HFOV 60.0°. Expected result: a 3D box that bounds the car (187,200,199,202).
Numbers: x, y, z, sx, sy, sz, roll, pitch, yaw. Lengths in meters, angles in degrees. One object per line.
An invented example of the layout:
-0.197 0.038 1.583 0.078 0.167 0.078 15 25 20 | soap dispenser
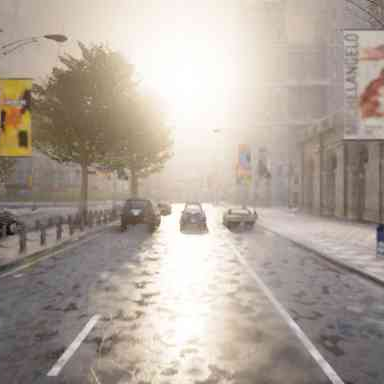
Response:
0.184 1.682 39.133 2.097 1.767 4.553 0 0 2 | car

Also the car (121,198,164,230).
-3.413 1.417 23.021 2.150 2.045 5.566 0 0 0 | car

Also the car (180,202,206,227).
0.079 1.732 24.343 1.812 1.442 4.674 0 -1 0 | car

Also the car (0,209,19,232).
-11.512 1.687 18.411 2.128 1.511 4.902 0 0 0 | car

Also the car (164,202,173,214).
-3.426 1.902 40.078 1.994 1.385 4.181 0 0 0 | car

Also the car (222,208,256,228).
3.234 1.796 23.718 1.895 1.301 4.718 0 0 0 | car
